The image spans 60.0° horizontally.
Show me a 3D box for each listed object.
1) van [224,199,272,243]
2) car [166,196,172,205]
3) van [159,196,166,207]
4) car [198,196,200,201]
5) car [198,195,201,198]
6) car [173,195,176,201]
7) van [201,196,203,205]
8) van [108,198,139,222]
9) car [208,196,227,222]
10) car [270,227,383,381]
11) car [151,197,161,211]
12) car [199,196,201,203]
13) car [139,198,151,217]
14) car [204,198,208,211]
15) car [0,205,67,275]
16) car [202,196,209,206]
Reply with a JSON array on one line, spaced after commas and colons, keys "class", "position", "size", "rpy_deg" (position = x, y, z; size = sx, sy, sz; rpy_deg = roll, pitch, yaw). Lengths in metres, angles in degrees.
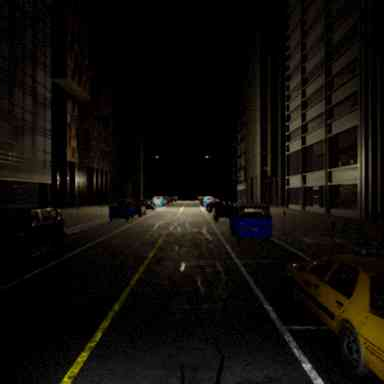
[{"class": "van", "position": [2.770, 1.426, 16.420], "size": [1.690, 1.788, 3.998], "rpy_deg": [0, 0, 0]}, {"class": "car", "position": [-5.740, 1.795, 66.896], "size": [1.967, 1.590, 4.097], "rpy_deg": [0, 0, 0]}, {"class": "van", "position": [-5.743, 1.636, 55.678], "size": [1.690, 1.788, 3.998], "rpy_deg": [0, 0, 0]}, {"class": "car", "position": [2.785, 1.919, 66.901], "size": [1.947, 1.339, 4.313], "rpy_deg": [0, 0, 0]}, {"class": "car", "position": [2.787, 1.910, 72.680], "size": [1.752, 1.417, 4.829], "rpy_deg": [0, 0, 0]}, {"class": "car", "position": [-5.735, 1.975, 83.553], "size": [1.752, 1.417, 4.829], "rpy_deg": [0, 0, 0]}, {"class": "van", "position": [2.782, 1.634, 55.683], "size": [1.690, 1.788, 3.998], "rpy_deg": [0, 0, 0]}, {"class": "van", "position": [-5.752, 1.486, 27.631], "size": [1.690, 1.788, 3.998], "rpy_deg": [0, 0, 0]}, {"class": "car", "position": [2.773, 1.458, 27.638], "size": [2.192, 1.841, 5.009], "rpy_deg": [0, 0, 0]}, {"class": "car", "position": [2.766, 1.553, 5.372], "size": [1.752, 1.417, 4.829], "rpy_deg": [0, 0, 0]}, {"class": "car", "position": [-5.747, 1.785, 44.458], "size": [2.008, 1.369, 4.403], "rpy_deg": [0, 0, 0]}, {"class": "car", "position": [2.784, 1.868, 61.292], "size": [1.887, 1.381, 4.507], "rpy_deg": [0, 0, 0]}, {"class": "car", "position": [-5.750, 1.489, 33.240], "size": [2.192, 1.841, 5.009], "rpy_deg": [0, 0, 0]}, {"class": "car", "position": [2.777, 1.747, 38.855], "size": [1.887, 1.381, 4.507], "rpy_deg": [0, 0, 0]}, {"class": "car", "position": [-5.757, 1.372, 10.802], "size": [2.192, 1.841, 5.009], "rpy_deg": [0, 0, 0]}, {"class": "car", "position": [2.778, 1.673, 44.465], "size": [1.967, 1.590, 4.097], "rpy_deg": [0, 0, 0]}]
